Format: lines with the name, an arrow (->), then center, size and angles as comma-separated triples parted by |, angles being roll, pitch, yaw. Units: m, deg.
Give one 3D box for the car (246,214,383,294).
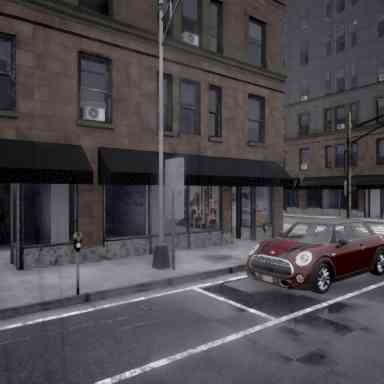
car -> 3.312, 1.440, 8.722 | 4.097, 1.590, 1.967 | 0, 0, -37
